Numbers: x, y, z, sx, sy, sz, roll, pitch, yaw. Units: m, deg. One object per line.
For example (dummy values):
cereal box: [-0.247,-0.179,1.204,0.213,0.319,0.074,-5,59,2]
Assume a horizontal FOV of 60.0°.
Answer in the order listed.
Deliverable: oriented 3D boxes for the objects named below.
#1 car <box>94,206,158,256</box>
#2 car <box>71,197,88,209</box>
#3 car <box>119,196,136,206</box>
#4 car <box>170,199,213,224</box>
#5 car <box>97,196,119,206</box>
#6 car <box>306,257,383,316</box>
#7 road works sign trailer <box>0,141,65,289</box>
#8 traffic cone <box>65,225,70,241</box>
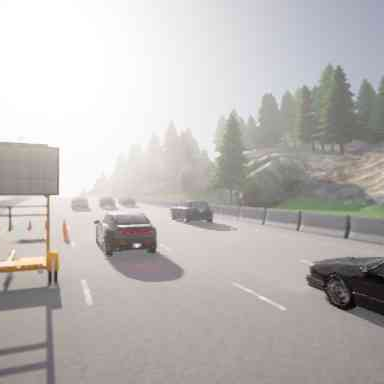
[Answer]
car: [-2.767,1.550,13.494,1.837,1.490,4.892,0,0,-22]
car: [-14.495,1.317,42.826,1.882,1.535,5.008,0,0,-22]
car: [-9.818,1.364,49.981,2.033,1.411,5.357,0,0,-22]
car: [-0.130,1.391,25.753,2.097,1.767,4.553,0,0,-22]
car: [-11.616,1.344,45.051,1.837,1.490,4.892,0,0,-22]
car: [4.286,1.585,5.282,2.033,1.411,5.357,0,0,-22]
road works sign trailer: [-4.768,0.495,8.738,2.380,3.560,2.880,0,0,-24]
traffic cone: [-5.964,1.988,15.790,0.340,0.580,0.340,0,0,-22]
